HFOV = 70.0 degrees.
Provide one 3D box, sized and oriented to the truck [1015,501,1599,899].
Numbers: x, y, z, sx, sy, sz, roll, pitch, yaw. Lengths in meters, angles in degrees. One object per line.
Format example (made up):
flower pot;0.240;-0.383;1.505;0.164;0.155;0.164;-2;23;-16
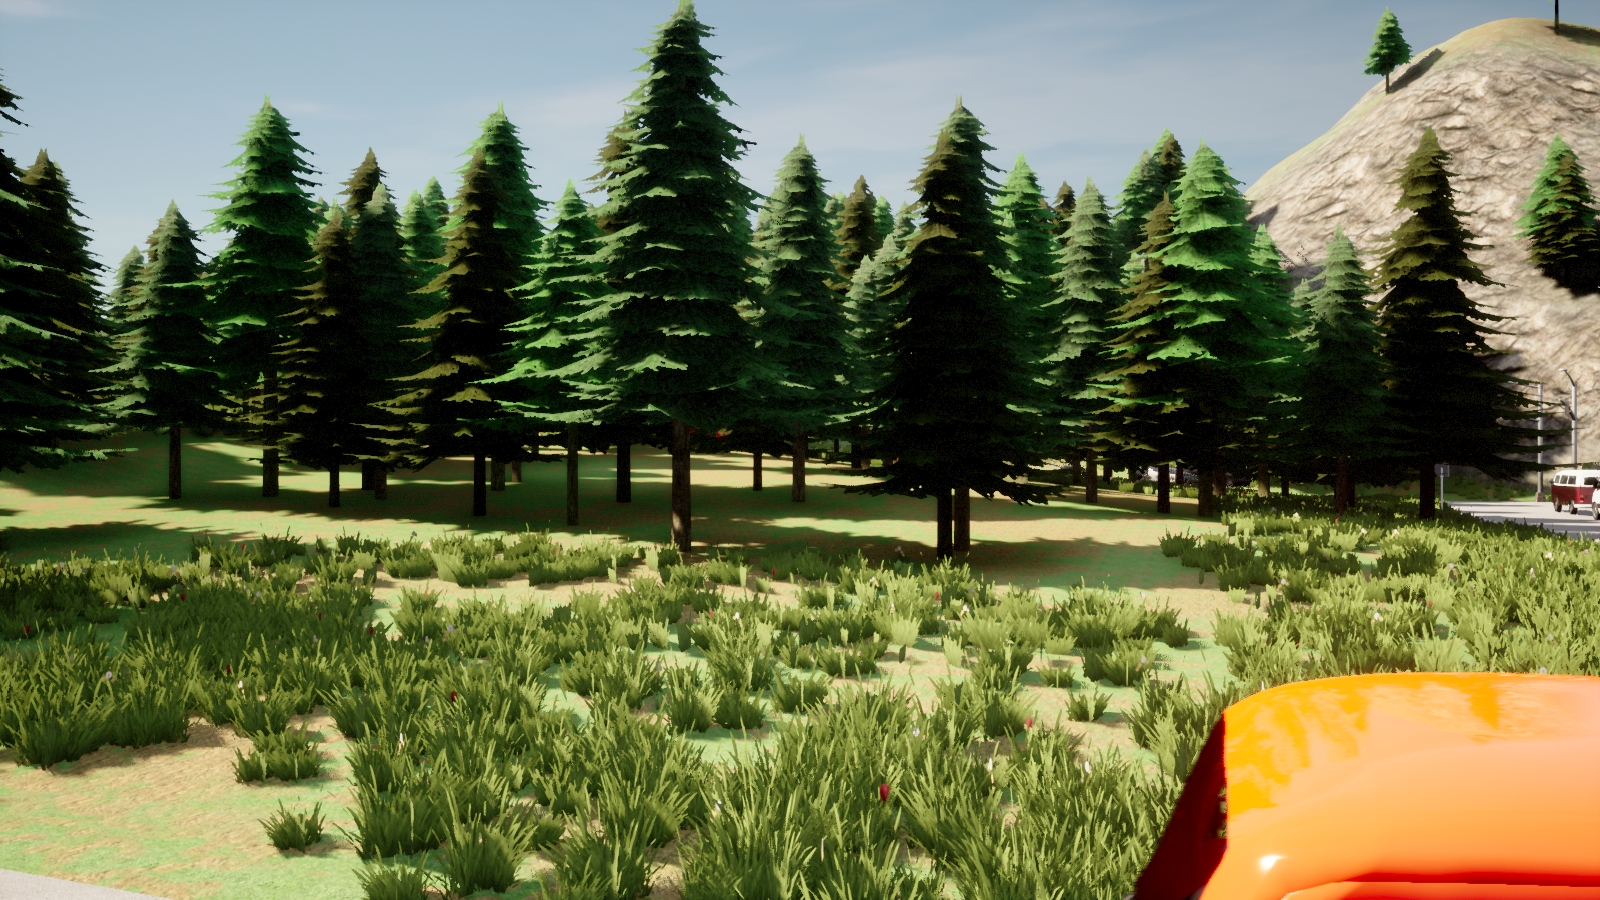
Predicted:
truck;3.240;1.429;2.167;5.204;2.467;2.627;0;0;20

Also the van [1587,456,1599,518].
van;33.726;1.534;45.978;1.988;2.561;5.915;0;0;20

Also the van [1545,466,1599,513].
van;36.159;1.782;52.642;2.069;2.038;4.480;0;0;20
